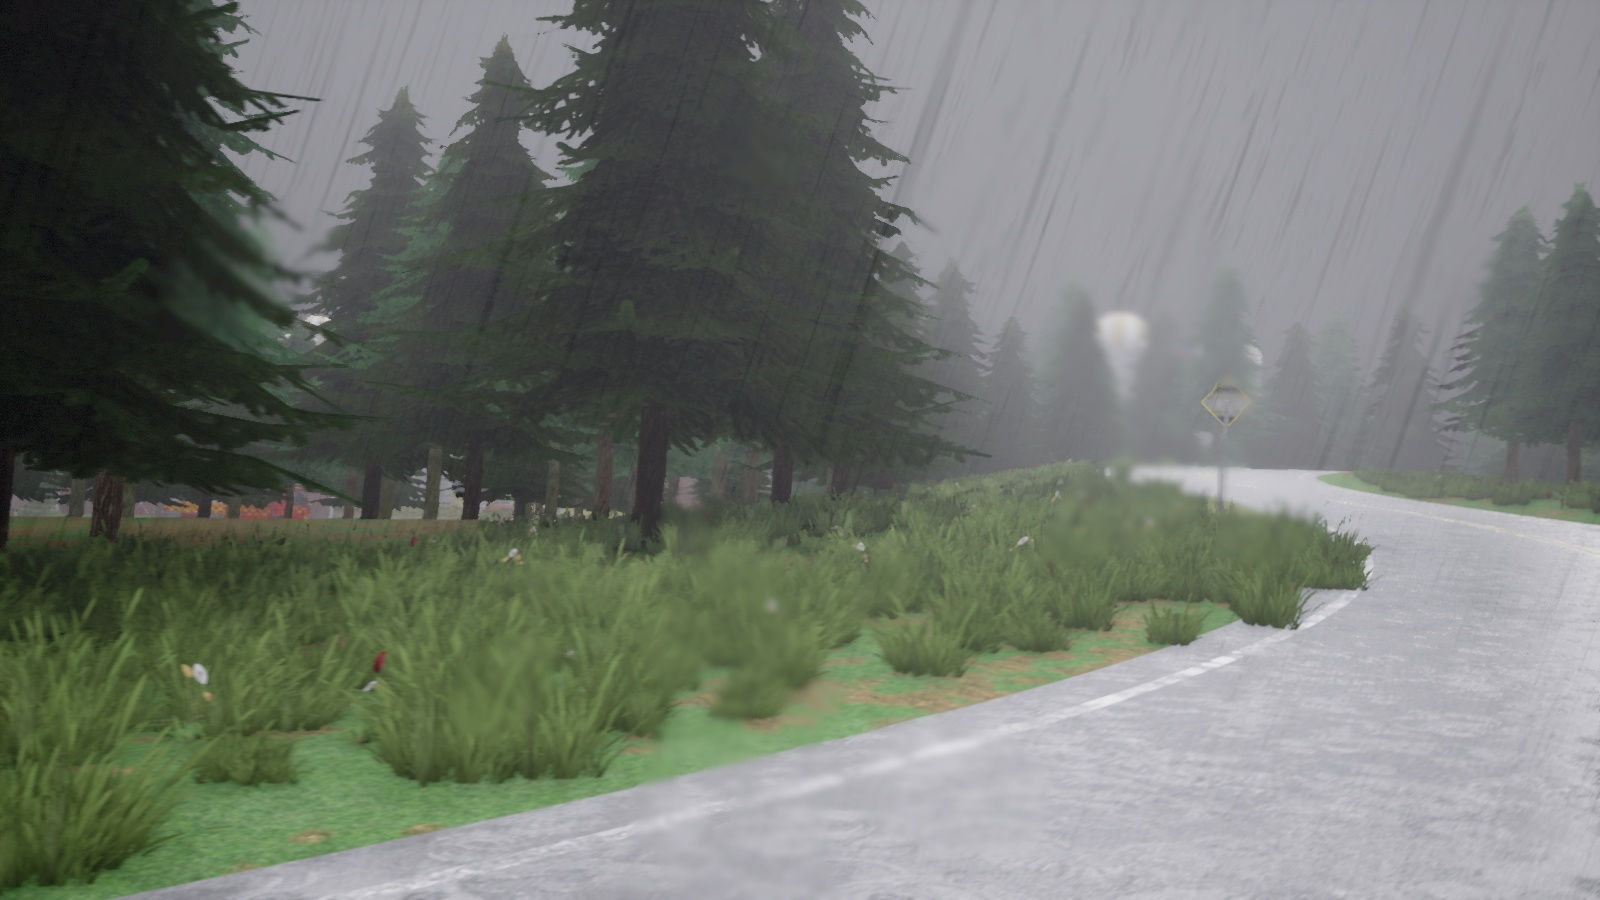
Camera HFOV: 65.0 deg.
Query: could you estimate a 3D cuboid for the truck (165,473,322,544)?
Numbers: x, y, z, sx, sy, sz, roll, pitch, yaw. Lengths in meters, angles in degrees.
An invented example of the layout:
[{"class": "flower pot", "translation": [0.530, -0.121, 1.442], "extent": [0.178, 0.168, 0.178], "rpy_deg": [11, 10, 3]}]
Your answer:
[{"class": "truck", "translation": [-34.480, 3.644, 77.975], "extent": [8.468, 3.827, 2.891], "rpy_deg": [5, -3, -28]}]
